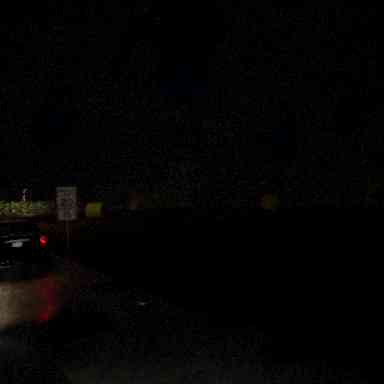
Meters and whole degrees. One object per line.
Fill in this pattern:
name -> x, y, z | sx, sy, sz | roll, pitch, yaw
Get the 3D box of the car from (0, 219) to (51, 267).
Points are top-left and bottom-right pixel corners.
car -> -6.870, 1.802, 12.501 | 2.097, 1.767, 4.553 | -2, -1, -36
